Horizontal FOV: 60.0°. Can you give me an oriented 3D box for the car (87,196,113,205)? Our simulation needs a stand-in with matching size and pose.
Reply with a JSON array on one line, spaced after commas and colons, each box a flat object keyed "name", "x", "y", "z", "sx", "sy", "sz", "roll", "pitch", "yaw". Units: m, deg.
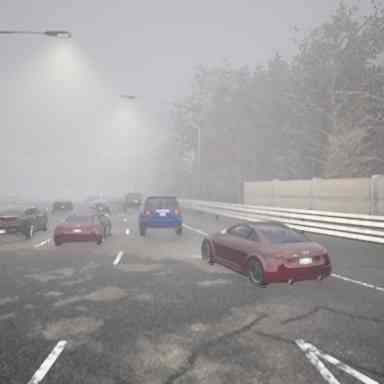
[{"name": "car", "x": -9.398, "y": 1.405, "z": 33.661, "sx": 1.812, "sy": 1.442, "sz": 4.674, "roll": 0, "pitch": 0, "yaw": -19}]

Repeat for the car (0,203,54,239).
[{"name": "car", "x": -8.673, "y": 1.453, "z": 16.879, "sx": 1.837, "sy": 1.490, "sz": 4.892, "roll": 0, "pitch": 0, "yaw": -10}]

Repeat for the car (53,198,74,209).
[{"name": "car", "x": -13.735, "y": 1.358, "z": 35.465, "sx": 1.882, "sy": 1.535, "sz": 5.008, "roll": 0, "pitch": 0, "yaw": -20}]

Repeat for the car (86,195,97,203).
[{"name": "car", "x": -17.262, "y": 1.297, "z": 58.392, "sx": 1.837, "sy": 1.490, "sz": 4.892, "roll": 0, "pitch": 0, "yaw": -32}]

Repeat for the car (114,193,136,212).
[{"name": "car", "x": -6.763, "y": 1.082, "z": 36.500, "sx": 2.150, "sy": 2.045, "sz": 5.566, "roll": 0, "pitch": 0, "yaw": -21}]

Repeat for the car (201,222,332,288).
[{"name": "car", "x": 1.830, "y": 1.522, "z": 9.376, "sx": 1.994, "sy": 1.385, "sz": 4.181, "roll": 0, "pitch": 0, "yaw": -22}]

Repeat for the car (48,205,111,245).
[{"name": "car", "x": -4.865, "y": 1.511, "z": 15.246, "sx": 1.994, "sy": 1.385, "sz": 4.181, "roll": 0, "pitch": 0, "yaw": -8}]

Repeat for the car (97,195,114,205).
[{"name": "car", "x": -12.202, "y": 1.367, "z": 49.357, "sx": 2.033, "sy": 1.411, "sz": 5.357, "roll": 0, "pitch": 0, "yaw": -26}]

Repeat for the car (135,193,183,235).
[{"name": "car", "x": -1.897, "y": 1.150, "z": 18.668, "sx": 2.150, "sy": 2.045, "sz": 5.566, "roll": 0, "pitch": 0, "yaw": -10}]
